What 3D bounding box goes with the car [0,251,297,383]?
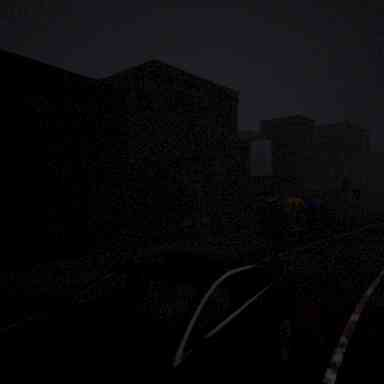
[{"bbox_3d":[-0.249,1.529,3.664,2.128,1.511,4.902,0,-1,32],"label":"car"}]
